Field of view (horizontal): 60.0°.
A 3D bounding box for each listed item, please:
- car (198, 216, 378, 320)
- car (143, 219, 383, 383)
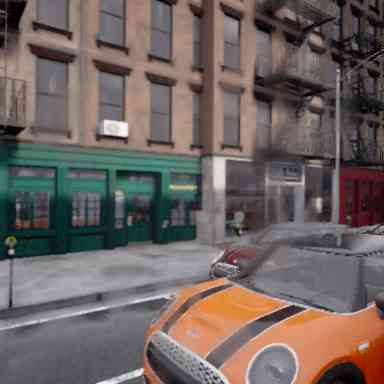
[{"bbox_3d":[2.377,1.485,7.880,4.097,1.590,1.967,0,0,-35],"label":"car"},{"bbox_3d":[1.679,1.380,4.253,4.553,1.767,2.097,1,0,-35],"label":"car"}]
